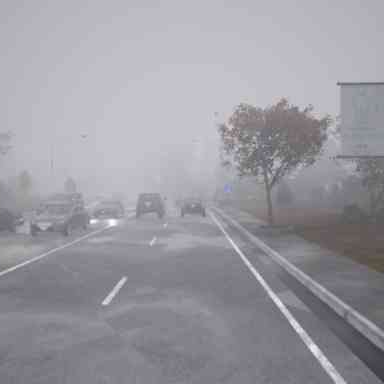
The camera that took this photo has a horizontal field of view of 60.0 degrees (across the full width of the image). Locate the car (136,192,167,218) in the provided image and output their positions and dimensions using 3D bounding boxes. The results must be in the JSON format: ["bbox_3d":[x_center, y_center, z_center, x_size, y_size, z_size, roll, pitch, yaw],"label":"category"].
[{"bbox_3d":[-3.427,1.037,28.402,2.150,2.045,5.566,0,1,-1],"label":"car"}]

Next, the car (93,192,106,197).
[{"bbox_3d":[-16.473,0.652,59.564,1.812,1.442,4.674,0,1,-26],"label":"car"}]

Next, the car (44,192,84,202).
[{"bbox_3d":[-10.499,1.055,27.150,2.150,2.045,5.566,0,1,0],"label":"car"}]

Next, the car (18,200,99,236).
[{"bbox_3d":[-6.992,1.434,18.112,2.128,1.511,4.902,0,0,0],"label":"car"}]

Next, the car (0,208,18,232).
[{"bbox_3d":[-10.500,1.502,16.783,2.033,1.411,5.357,0,0,0],"label":"car"}]

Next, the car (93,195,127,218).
[{"bbox_3d":[-6.997,1.316,28.538,1.837,1.490,4.892,0,1,0],"label":"car"}]

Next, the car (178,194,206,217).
[{"bbox_3d":[0.044,1.147,29.564,2.097,1.767,4.553,0,1,-2],"label":"car"}]

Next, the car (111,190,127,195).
[{"bbox_3d":[-13.419,0.472,61.302,2.097,1.767,4.553,0,1,-27],"label":"car"}]

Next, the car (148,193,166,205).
[{"bbox_3d":[-4.954,0.959,46.241,2.128,1.511,4.902,0,1,-10],"label":"car"}]

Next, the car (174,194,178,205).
[{"bbox_3d":[-1.361,0.974,46.087,2.128,1.511,4.902,0,1,-10],"label":"car"}]
